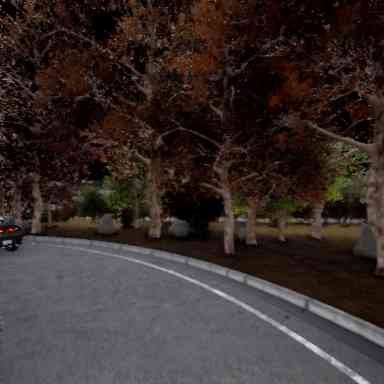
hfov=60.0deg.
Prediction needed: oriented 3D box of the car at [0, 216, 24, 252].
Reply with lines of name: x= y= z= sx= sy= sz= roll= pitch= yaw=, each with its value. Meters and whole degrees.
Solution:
car: x=-8.939 y=1.696 z=13.461 sx=4.892 sy=1.490 sz=1.837 roll=-2 pitch=-1 yaw=28
